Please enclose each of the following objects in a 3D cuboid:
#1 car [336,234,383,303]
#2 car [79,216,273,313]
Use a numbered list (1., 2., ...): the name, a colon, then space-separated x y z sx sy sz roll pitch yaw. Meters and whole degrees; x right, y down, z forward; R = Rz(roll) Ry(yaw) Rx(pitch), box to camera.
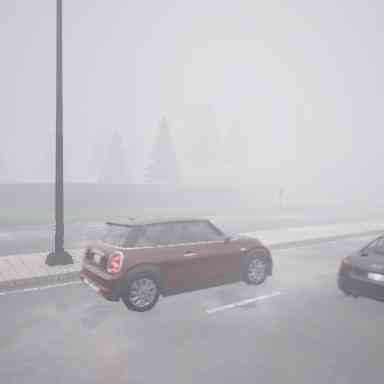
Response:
1. car: 5.093 1.564 7.381 4.181 1.385 1.994 0 0 -35
2. car: -0.182 1.353 7.920 4.553 1.767 2.097 0 0 -35
